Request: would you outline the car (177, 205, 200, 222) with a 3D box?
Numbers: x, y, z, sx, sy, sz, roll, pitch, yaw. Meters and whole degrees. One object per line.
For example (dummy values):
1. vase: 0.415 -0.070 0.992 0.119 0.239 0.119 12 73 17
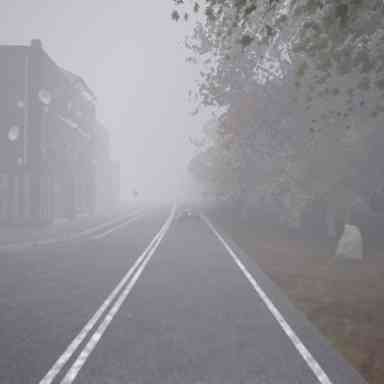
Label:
1. car: -0.267 1.782 28.549 2.033 1.411 5.357 0 0 -1
